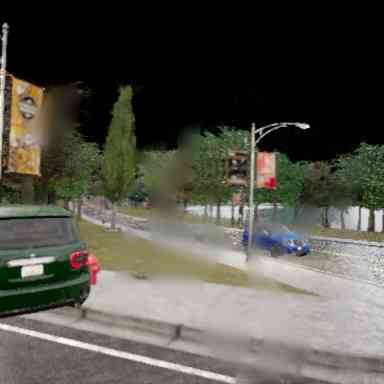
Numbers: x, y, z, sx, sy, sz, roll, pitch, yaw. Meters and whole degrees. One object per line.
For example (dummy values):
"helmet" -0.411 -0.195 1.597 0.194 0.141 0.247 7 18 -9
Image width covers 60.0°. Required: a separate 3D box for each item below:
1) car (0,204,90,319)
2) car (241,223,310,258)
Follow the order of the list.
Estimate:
"car" -4.013 1.277 7.382 2.150 2.045 5.566 0 1 -35
"car" 5.465 3.211 22.677 2.150 2.045 5.566 2 -4 -22
